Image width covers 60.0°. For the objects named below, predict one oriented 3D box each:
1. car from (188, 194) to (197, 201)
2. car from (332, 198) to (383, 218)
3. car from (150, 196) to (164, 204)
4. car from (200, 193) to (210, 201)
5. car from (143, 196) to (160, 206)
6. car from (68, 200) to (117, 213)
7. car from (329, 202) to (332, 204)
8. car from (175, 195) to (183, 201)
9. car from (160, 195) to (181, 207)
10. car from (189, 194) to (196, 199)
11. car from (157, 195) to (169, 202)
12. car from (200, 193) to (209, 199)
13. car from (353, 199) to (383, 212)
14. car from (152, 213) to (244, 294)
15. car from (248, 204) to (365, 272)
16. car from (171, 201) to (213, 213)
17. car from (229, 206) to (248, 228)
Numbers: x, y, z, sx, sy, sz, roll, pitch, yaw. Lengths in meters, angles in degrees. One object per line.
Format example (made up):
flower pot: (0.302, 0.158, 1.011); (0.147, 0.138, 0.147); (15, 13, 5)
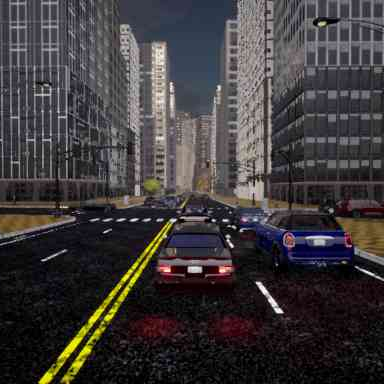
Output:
car: (0.159, 1.414, 81.772); (1.837, 1.490, 4.892); (0, 0, 0)
car: (16.260, 1.517, 30.950); (5.009, 1.841, 2.192); (1, 0, 1)
car: (-6.440, 1.497, 62.322); (2.033, 1.411, 5.357); (0, 0, 0)
car: (3.409, 1.392, 81.763); (1.882, 1.535, 5.008); (0, 0, 0)
car: (-6.493, 1.466, 52.442); (1.837, 1.490, 4.892); (0, 0, 0)
car: (-10.267, 1.513, 34.735); (4.718, 1.301, 1.895); (0, 1, -9)
car: (16.485, 1.614, 36.758); (4.892, 1.490, 1.837); (0, 1, -1)
car: (-3.097, 1.426, 79.577); (1.837, 1.490, 4.892); (0, 0, 0)
car: (-3.224, 1.315, 50.602); (2.097, 1.767, 4.553); (0, 0, -1)
car: (0.179, 1.277, 92.189); (2.033, 1.411, 5.357); (0, 0, 0)
car: (-6.360, 1.475, 72.992); (2.033, 1.411, 5.357); (0, 0, 0)
car: (3.429, 1.093, 92.152); (2.097, 1.767, 4.553); (0, 0, 0)
car: (21.885, 1.640, 39.226); (4.829, 1.417, 1.752); (1, 0, 1)
car: (0.110, 1.543, 8.923); (2.033, 1.411, 5.357); (0, 0, 1)
car: (3.370, 1.347, 10.892); (2.097, 1.767, 4.553); (0, 0, 0)
car: (0.136, 1.481, 18.668); (2.128, 1.511, 4.902); (0, 0, 0)
car: (3.390, 1.536, 20.277); (2.033, 1.411, 5.357); (0, 0, 0)
